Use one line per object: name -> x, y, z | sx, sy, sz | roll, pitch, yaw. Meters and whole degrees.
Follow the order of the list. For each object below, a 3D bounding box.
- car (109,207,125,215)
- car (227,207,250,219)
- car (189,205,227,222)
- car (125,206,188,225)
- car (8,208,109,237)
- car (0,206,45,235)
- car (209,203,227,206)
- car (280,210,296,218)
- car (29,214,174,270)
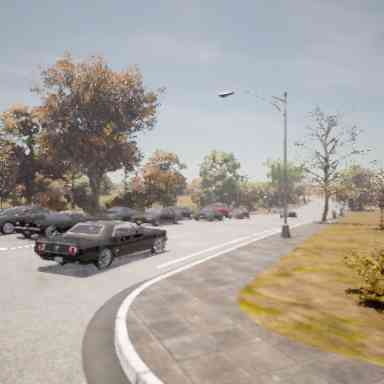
car -> -6.023, 1.923, 27.648 | 1.994, 1.385, 4.181 | 0, -2, 28
car -> 6.326, 2.866, 44.463 | 1.812, 1.442, 4.674 | 0, -3, 27
car -> 1.804, 2.412, 35.507 | 1.994, 1.385, 4.181 | 0, -3, 26
car -> -2.645, 1.930, 26.607 | 2.033, 1.411, 5.357 | 0, -2, 27
car -> -6.961, 1.693, 17.970 | 1.895, 1.301, 4.718 | 0, -1, 27
car -> -10.016, 1.601, 19.685 | 1.837, 1.490, 4.892 | 0, -1, 26
car -> 3.290, 2.571, 46.196 | 2.150, 2.045, 5.566 | 0, -3, 27
car -> 16.446, 3.695, 56.545 | 1.895, 1.301, 4.718 | 0, -3, 27
car -> -2.706, 1.626, 11.257 | 1.895, 1.301, 4.718 | 0, -1, 27
